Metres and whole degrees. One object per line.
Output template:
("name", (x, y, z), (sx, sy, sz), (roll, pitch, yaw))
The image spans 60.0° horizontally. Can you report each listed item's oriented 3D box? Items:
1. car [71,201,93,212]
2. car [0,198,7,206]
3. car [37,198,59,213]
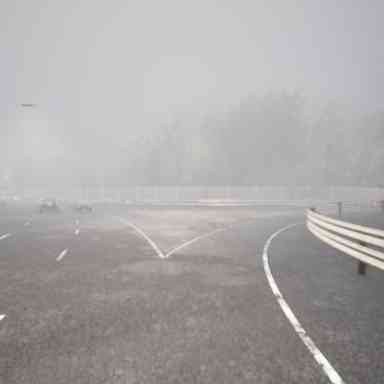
("car", (-13.336, 1.717, 40.000), (1.895, 1.301, 4.718), (0, 0, -28))
("car", (-32.456, 1.729, 55.767), (1.994, 1.385, 4.181), (0, -1, -40))
("car", (-17.045, 1.468, 39.363), (2.097, 1.767, 4.553), (0, 0, -28))
